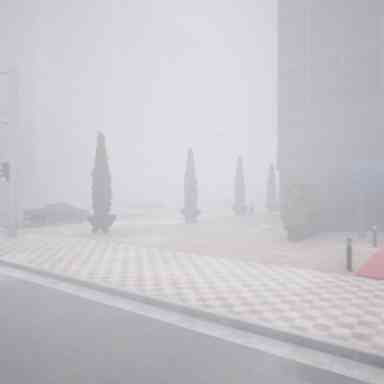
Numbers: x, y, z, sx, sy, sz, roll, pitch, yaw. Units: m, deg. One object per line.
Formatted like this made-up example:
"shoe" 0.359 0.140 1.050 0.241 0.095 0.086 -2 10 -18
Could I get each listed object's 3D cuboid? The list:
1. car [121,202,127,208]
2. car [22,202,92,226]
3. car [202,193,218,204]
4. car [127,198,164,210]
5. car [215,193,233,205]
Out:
"car" -7.080 1.470 43.761 1.895 1.301 4.718 0 0 36
"car" -9.126 1.440 22.830 1.812 1.442 4.674 0 0 36
"car" 3.637 1.442 58.438 1.812 1.442 4.674 0 0 36
"car" -5.275 1.448 40.284 1.994 1.385 4.181 0 0 36
"car" 6.473 1.425 56.387 1.837 1.490 4.892 0 0 36
